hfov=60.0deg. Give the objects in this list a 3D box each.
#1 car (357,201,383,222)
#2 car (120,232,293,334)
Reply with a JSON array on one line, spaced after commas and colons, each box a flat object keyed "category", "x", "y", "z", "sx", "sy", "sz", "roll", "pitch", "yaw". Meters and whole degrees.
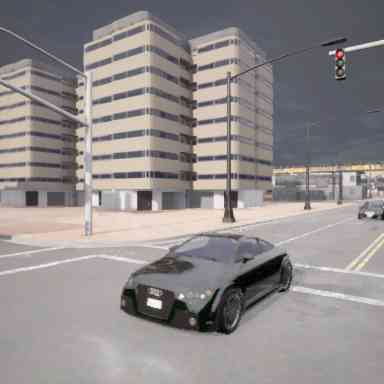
[{"category": "car", "x": 14.671, "y": 1.497, "z": 26.827, "sx": 2.128, "sy": 1.511, "sz": 4.902, "roll": 0, "pitch": 0, "yaw": 35}, {"category": "car", "x": 0.556, "y": 1.568, "z": 6.867, "sx": 1.994, "sy": 1.385, "sz": 4.181, "roll": 0, "pitch": 0, "yaw": 35}]
